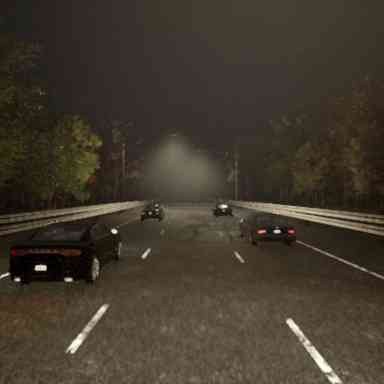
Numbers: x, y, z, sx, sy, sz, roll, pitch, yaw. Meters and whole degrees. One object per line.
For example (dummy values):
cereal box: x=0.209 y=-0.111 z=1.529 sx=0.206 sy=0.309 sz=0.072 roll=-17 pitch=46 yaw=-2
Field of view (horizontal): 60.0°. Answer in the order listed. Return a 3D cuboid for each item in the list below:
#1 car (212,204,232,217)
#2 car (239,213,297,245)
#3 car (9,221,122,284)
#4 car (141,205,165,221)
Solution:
car: x=3.336 y=1.975 z=37.248 sx=1.994 sy=1.385 sz=4.181 roll=0 pitch=-1 yaw=-1
car: x=3.550 y=1.732 z=16.449 sx=2.033 sy=1.411 sz=5.357 roll=0 pitch=-1 yaw=0
car: x=-3.423 y=1.590 z=9.994 sx=1.882 sy=1.535 sz=5.008 roll=0 pitch=-1 yaw=0
car: x=-3.580 y=1.888 z=30.793 sx=2.033 sy=1.411 sz=5.357 roll=0 pitch=-1 yaw=-1
